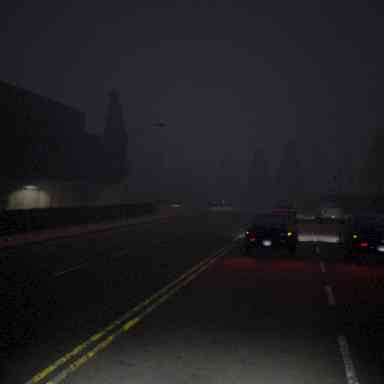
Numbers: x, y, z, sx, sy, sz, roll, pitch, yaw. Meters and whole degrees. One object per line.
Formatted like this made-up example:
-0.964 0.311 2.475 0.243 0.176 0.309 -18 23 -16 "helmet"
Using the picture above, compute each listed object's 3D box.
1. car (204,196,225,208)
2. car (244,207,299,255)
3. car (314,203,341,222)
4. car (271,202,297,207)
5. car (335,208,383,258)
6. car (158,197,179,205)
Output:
3.487 1.475 51.943 2.097 1.767 4.553 0 0 -19 "car"
3.320 1.561 13.582 1.812 1.442 4.674 0 0 19 "car"
11.014 1.602 26.835 1.812 1.442 4.674 0 0 15 "car"
7.520 1.565 27.253 2.128 1.511 4.902 0 0 15 "car"
6.642 1.563 12.482 1.812 1.442 4.674 0 0 19 "car"
-4.444 1.682 60.915 2.033 1.411 5.357 0 0 -33 "car"
